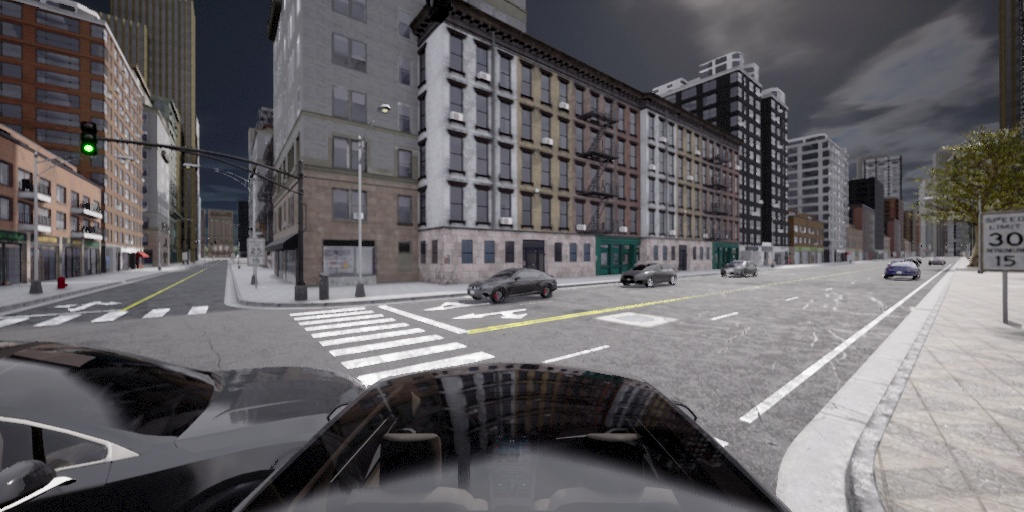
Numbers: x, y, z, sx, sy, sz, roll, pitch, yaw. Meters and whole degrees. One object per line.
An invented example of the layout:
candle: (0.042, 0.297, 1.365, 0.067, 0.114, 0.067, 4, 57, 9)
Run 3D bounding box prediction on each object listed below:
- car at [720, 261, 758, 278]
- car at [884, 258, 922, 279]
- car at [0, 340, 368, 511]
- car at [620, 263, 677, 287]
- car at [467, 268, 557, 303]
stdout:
car: (21.322, 1.187, 33.621, 4.902, 1.511, 2.128, 0, 0, -38)
car: (33.476, 1.170, 30.736, 4.674, 1.442, 1.812, 0, 0, -38)
car: (-3.207, 1.265, 1.906, 4.892, 1.490, 1.837, 0, 0, -34)
car: (9.246, 1.240, 24.079, 4.892, 1.490, 1.837, 0, 0, -38)
car: (0.124, 1.291, 16.845, 4.674, 1.442, 1.812, 0, 0, -38)
